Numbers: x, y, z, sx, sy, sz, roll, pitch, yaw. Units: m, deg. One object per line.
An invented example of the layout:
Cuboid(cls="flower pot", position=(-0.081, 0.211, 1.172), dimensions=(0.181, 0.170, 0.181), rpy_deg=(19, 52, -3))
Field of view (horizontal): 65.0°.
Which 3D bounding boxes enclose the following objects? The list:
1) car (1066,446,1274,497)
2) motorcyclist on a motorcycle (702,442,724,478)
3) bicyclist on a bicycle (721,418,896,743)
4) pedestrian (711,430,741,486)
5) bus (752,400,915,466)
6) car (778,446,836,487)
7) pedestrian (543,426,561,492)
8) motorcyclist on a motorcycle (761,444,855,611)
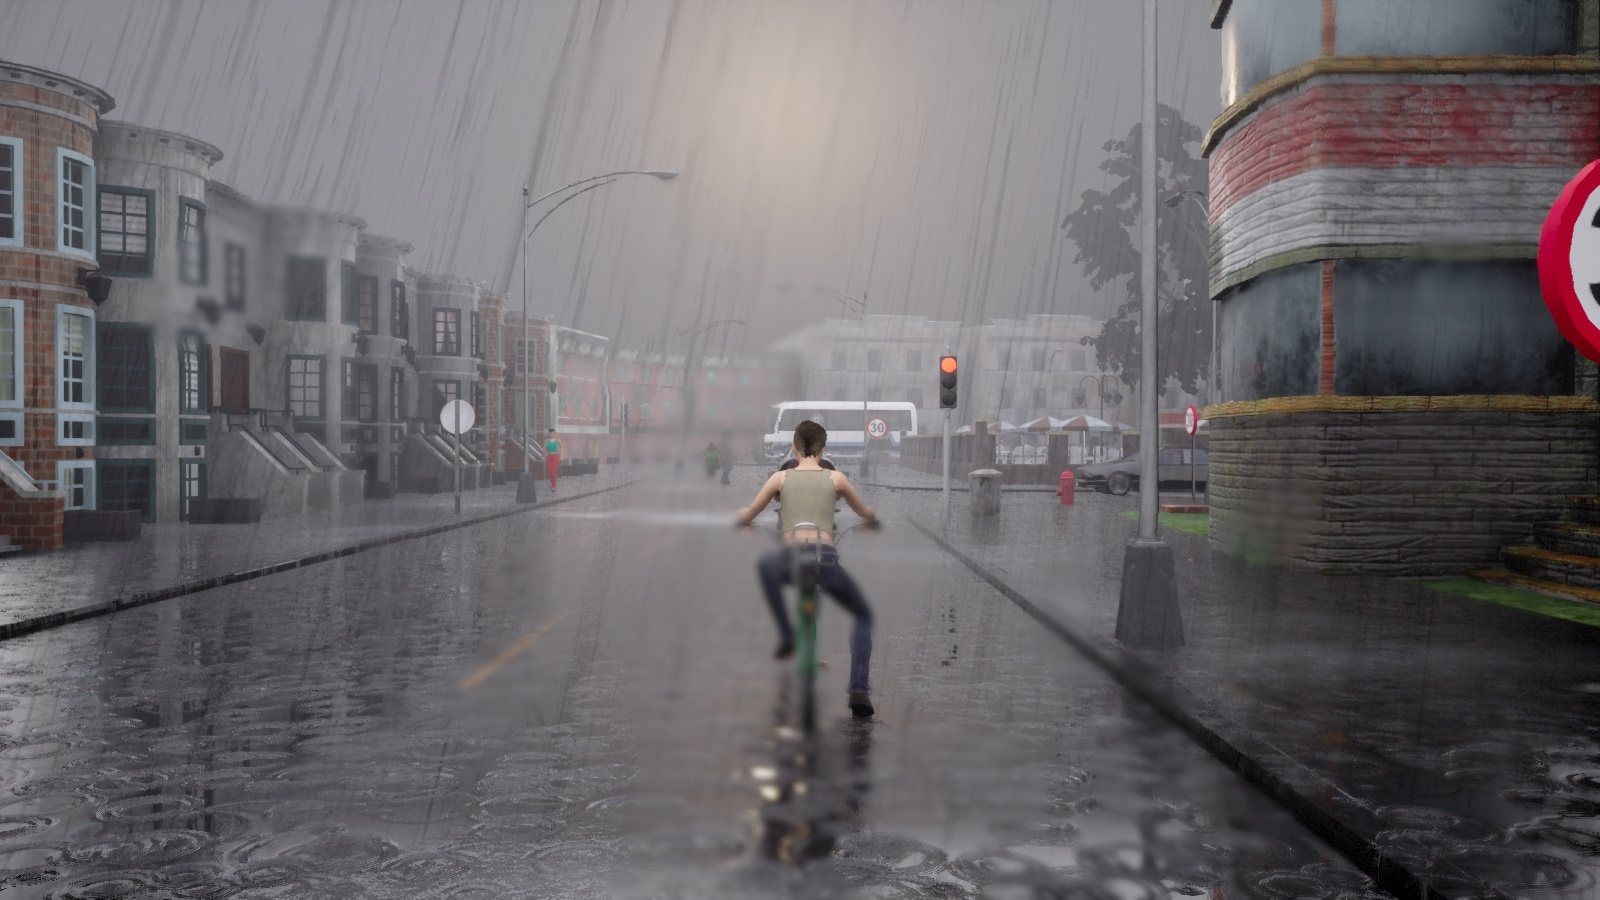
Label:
Cuboid(cls="car", position=(10.504, 0.600, 35.927), dimensions=(5.357, 1.411, 2.033), rpy_deg=(0, 0, 0))
Cuboid(cls="motorcyclist on a motorcycle", position=(-3.723, 0.420, 54.162), dimensions=(0.797, 1.523, 2.044), rpy_deg=(0, 0, 0))
Cuboid(cls="bicyclist on a bicycle", position=(0.047, 0.644, 6.991), dimensions=(0.866, 1.612, 1.509), rpy_deg=(0, 0, 0))
Cuboid(cls="pedestrian", position=(-2.600, 0.288, 44.273), dimensions=(0.873, 1.952, 0.659), rpy_deg=(0, 0, 22))
Cuboid(cls="bus", position=(2.168, -1.107, 83.663), dimensions=(10.273, 4.253, 3.944), rpy_deg=(0, 1, -11))
Cuboid(cls="car", position=(0.207, 0.555, 45.226), dimensions=(1.994, 1.385, 4.181), rpy_deg=(0, 0, -1))
Cuboid(cls="pedestrian", position=(-7.019, 0.250, 35.573), dimensions=(0.345, 1.836, 0.594), rpy_deg=(0, 0, 6))
Cuboid(cls="motorcyclist on a motorcycle", position=(0.080, 0.710, 12.643), dimensions=(0.866, 1.530, 2.191), rpy_deg=(0, 0, 0))
